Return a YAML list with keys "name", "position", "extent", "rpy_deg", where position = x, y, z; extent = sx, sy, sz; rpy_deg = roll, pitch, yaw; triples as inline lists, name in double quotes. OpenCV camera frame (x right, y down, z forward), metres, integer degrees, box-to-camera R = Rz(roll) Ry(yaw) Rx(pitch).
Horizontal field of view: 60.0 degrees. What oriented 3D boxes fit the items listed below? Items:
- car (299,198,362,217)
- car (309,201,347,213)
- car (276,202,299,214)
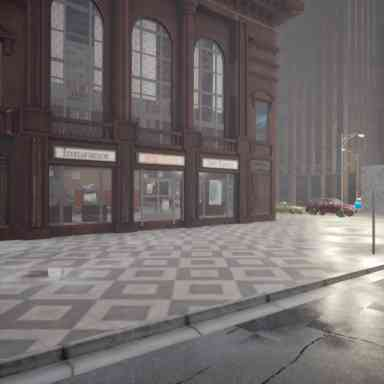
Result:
- name: "car"
  position: [13.888, 1.521, 33.569]
  extent: [2.192, 1.841, 5.009]
  rpy_deg: [0, 0, -35]
- name: "car"
  position: [17.601, 1.897, 43.089]
  extent: [1.802, 1.307, 4.206]
  rpy_deg: [-1, 0, -35]
- name: "car"
  position: [10.742, 1.798, 38.022]
  extent: [1.752, 1.417, 4.829]
  rpy_deg: [0, 0, -35]
